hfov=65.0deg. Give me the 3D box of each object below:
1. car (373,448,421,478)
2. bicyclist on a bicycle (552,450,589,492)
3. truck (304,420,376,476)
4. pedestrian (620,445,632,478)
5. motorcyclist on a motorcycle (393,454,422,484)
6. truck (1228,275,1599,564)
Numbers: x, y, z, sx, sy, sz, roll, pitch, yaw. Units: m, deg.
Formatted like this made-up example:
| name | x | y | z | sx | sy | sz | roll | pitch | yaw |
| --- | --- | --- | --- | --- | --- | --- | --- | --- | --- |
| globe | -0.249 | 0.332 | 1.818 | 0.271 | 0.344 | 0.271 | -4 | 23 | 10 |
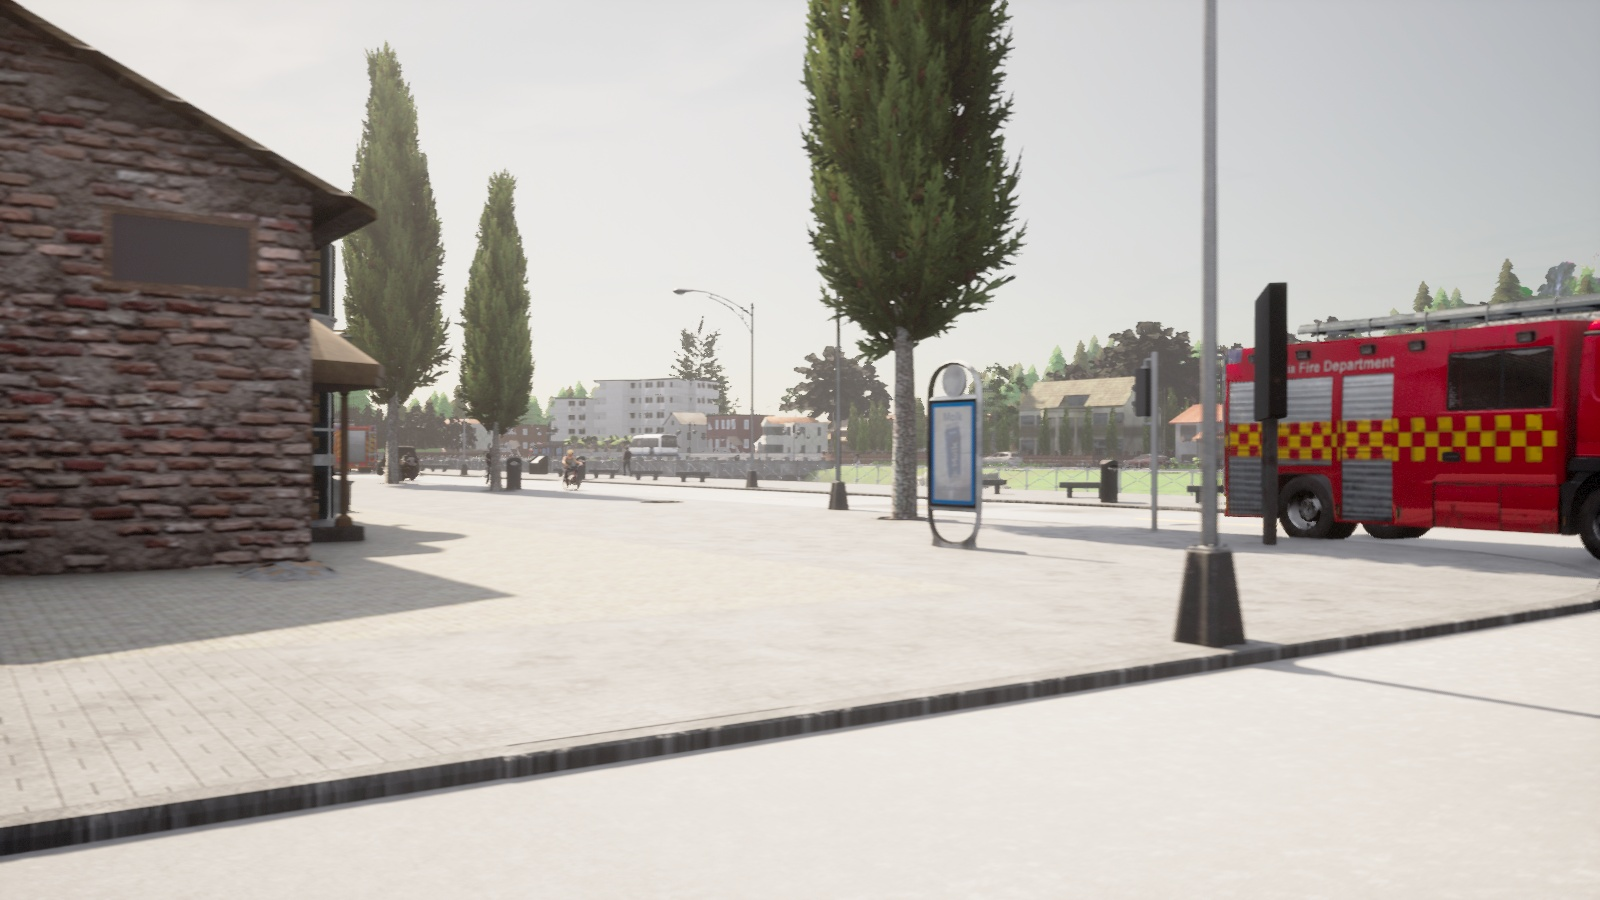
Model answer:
| name | x | y | z | sx | sy | sz | roll | pitch | yaw |
| --- | --- | --- | --- | --- | --- | --- | --- | --- | --- |
| car | -25.777 | 0.792 | 80.224 | 1.905 | 1.878 | 3.866 | 0 | 0 | -35 |
| bicyclist on a bicycle | -8.988 | 0.821 | 49.127 | 0.866 | 1.612 | 1.509 | 0 | 0 | -35 |
| truck | -33.589 | -0.125 | 91.436 | 2.891 | 3.827 | 8.468 | 0 | 0 | -35 |
| pedestrian | -10.019 | 0.653 | 72.147 | 0.376 | 1.854 | 0.720 | 0 | 0 | -36 |
| motorcyclist on a motorcycle | -20.560 | 0.984 | 65.739 | 0.866 | 1.530 | 2.191 | 0 | 0 | -35 |
| truck | 10.858 | -0.397 | 19.093 | 2.891 | 3.827 | 8.468 | 0 | 0 | -29 |
